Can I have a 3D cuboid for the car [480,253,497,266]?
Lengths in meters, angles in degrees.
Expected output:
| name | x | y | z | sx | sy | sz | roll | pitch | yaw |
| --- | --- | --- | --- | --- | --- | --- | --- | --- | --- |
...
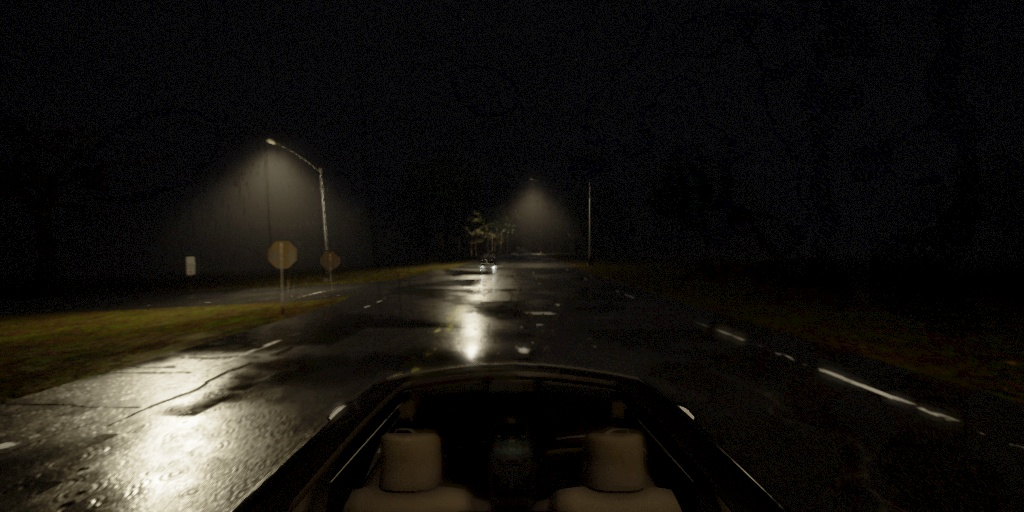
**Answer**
| name | x | y | z | sx | sy | sz | roll | pitch | yaw |
| --- | --- | --- | --- | --- | --- | --- | --- | --- | --- |
| car | -2.962 | 0.410 | 45.453 | 1.837 | 1.490 | 4.892 | 0 | 1 | 2 |
